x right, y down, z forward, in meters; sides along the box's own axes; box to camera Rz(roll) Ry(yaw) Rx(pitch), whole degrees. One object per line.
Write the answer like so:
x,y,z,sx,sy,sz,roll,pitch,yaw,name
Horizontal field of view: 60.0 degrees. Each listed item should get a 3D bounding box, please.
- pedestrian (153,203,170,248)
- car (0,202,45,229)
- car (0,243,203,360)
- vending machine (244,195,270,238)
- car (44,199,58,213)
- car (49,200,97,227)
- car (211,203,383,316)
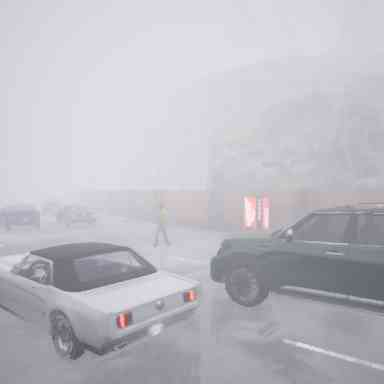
-1.202,1.294,13.385,0.375,1.860,0.375,0,0,45,pedestrian
-11.299,1.477,21.753,1.882,1.535,5.008,0,0,-35,car
-2.177,1.601,6.010,4.718,1.301,1.895,0,0,40,car
3.308,1.195,16.911,0.880,2.100,1.100,0,0,44,vending machine
-15.309,1.504,36.276,1.837,1.490,4.892,0,0,-27,car
-8.182,1.546,23.149,2.033,1.411,5.357,0,0,-32,car
3.044,1.224,6.240,5.566,2.045,2.150,0,0,37,car
